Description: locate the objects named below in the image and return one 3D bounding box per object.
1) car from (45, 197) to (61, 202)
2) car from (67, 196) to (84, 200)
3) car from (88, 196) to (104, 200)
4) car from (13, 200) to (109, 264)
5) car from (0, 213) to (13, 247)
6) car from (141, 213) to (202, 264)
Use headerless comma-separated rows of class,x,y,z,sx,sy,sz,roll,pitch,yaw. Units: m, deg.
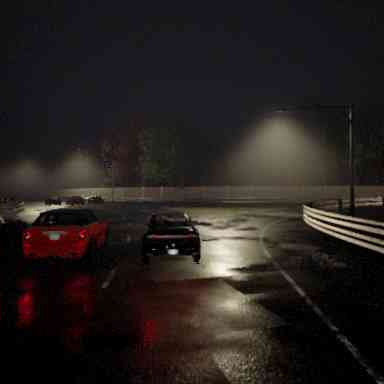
car,-23.088,1.557,55.353,2.128,1.511,4.902,0,0,-35
car,-20.104,1.406,57.183,2.097,1.767,4.553,0,0,-35
car,-17.153,1.547,59.064,1.837,1.490,4.892,0,0,-35
car,-4.338,1.364,12.070,2.097,1.767,4.553,0,0,-6
car,-7.942,1.516,12.797,2.128,1.511,4.902,0,0,-7
car,-0.790,1.490,11.855,2.128,1.511,4.902,0,0,-6
